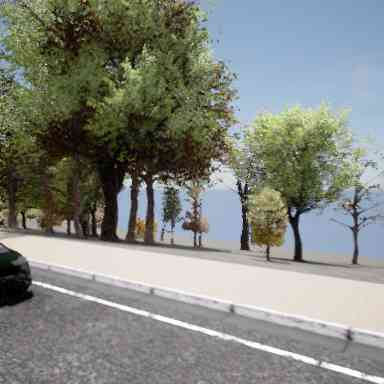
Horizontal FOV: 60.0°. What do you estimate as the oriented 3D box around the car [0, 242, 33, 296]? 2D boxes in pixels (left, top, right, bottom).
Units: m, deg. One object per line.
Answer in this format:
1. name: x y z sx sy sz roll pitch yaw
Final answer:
1. car: -5.533 1.594 7.617 4.181 1.385 1.994 0 0 35
